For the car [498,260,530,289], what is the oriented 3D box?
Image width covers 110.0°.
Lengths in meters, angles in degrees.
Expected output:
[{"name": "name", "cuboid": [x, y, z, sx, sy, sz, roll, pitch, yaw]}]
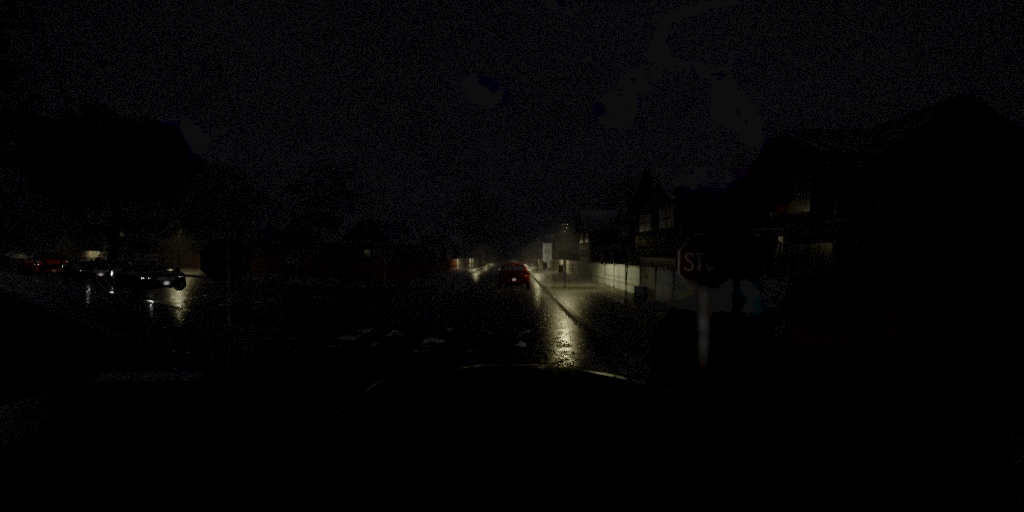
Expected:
[{"name": "car", "cuboid": [0.130, 1.225, 23.332, 1.882, 1.535, 5.008, 0, 0, 0]}]

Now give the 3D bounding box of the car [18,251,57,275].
[{"name": "car", "cuboid": [-38.016, 0.549, 29.359, 4.553, 1.767, 2.097, 1, 1, 30]}]

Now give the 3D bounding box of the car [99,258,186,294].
[{"name": "car", "cuboid": [-18.554, 0.993, 18.263, 4.902, 1.511, 2.128, 1, 1, 30]}]

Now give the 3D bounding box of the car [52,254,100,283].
[{"name": "car", "cuboid": [-27.579, 0.853, 23.407, 4.902, 1.511, 2.128, 1, 1, 30]}]
